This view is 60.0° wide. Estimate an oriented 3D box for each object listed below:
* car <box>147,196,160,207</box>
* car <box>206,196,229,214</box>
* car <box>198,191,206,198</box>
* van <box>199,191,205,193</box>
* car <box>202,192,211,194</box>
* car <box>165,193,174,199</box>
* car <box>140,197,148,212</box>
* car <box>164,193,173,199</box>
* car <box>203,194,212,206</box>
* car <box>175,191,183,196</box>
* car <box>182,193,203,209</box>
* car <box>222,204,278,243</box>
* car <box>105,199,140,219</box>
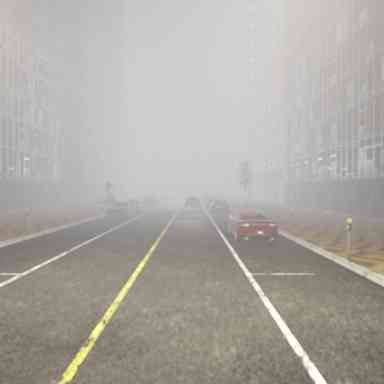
[{"bbox_3d":[-5.710,1.256,43.807,1.887,1.381,4.507,0,0,0],"label":"car"},{"bbox_3d":[2.676,1.356,32.419,1.947,1.339,4.313,0,0,0],"label":"car"},{"bbox_3d":[2.649,0.678,89.338,2.192,1.841,5.009,0,0,0],"label":"car"},{"bbox_3d":[2.663,0.928,60.880,1.690,1.788,3.998,0,0,0],"label":"van"},{"bbox_3d":[2.665,1.195,55.187,1.947,1.339,4.313,0,0,0],"label":"car"},{"bbox_3d":[-5.730,0.960,83.656,2.008,1.369,4.403,0,0,0],"label":"car"},{"bbox_3d":[-5.705,1.373,32.423,1.802,1.307,4.206,0,0,0],"label":"car"},{"bbox_3d":[-5.727,0.981,77.792,1.752,1.417,4.829,0,0,0],"label":"car"},{"bbox_3d":[2.670,1.277,43.803,1.947,1.339,4.313,0,0,0],"label":"car"},{"bbox_3d":[-3.040,0.560,79.130,1.837,1.490,4.892,0,0,0],"label":"car"},{"bbox_3d":[0.080,1.208,41.064,1.882,1.535,5.008,0,1,0],"label":"car"},{"bbox_3d":[2.685,1.450,15.343,1.887,1.381,4.507,0,0,0],"label":"car"},{"bbox_3d":[-5.702,1.374,26.729,1.887,1.381,4.507,0,0,0],"label":"car"}]
